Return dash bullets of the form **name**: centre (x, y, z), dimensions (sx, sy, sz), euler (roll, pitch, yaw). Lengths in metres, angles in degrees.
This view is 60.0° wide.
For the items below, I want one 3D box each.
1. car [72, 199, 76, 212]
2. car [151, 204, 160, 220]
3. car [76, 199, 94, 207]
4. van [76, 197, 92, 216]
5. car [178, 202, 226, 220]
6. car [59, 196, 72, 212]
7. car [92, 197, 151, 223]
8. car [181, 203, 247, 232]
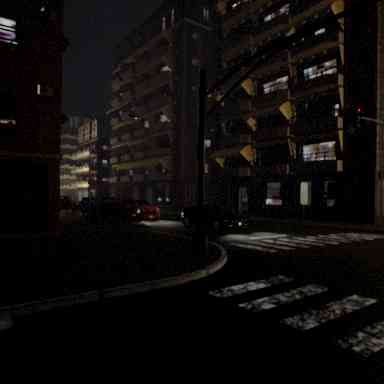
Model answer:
- **car**: centre (-12.241, 1.659, 39.227), dimensions (1.994, 1.385, 4.181), euler (1, -1, -35)
- **car**: centre (-4.519, 1.400, 28.316), dimensions (2.097, 1.767, 4.553), euler (1, -1, -35)
- **car**: centre (-18.433, 1.861, 57.309), dimensions (1.802, 1.307, 4.206), euler (1, -1, -35)
- **van**: centre (-8.744, 1.351, 30.008), dimensions (1.690, 1.788, 3.998), euler (1, -1, -35)
- **car**: centre (0.806, 1.679, 30.151), dimensions (1.752, 1.417, 4.829), euler (1, -1, -35)
- **car**: centre (-15.190, 1.365, 39.108), dimensions (2.192, 1.841, 5.009), euler (1, -1, -35)
- **car**: centre (-5.521, 1.306, 25.459), dimensions (2.192, 1.841, 5.009), euler (1, -1, -35)
- **car**: centre (1.214, 1.523, 20.273), dimensions (1.837, 1.490, 4.892), euler (1, -1, -36)
